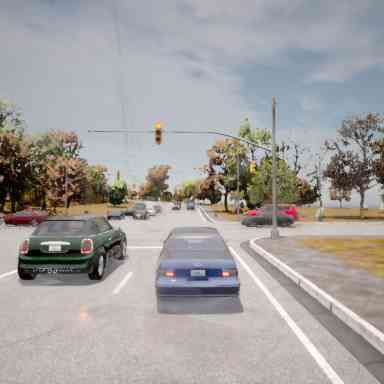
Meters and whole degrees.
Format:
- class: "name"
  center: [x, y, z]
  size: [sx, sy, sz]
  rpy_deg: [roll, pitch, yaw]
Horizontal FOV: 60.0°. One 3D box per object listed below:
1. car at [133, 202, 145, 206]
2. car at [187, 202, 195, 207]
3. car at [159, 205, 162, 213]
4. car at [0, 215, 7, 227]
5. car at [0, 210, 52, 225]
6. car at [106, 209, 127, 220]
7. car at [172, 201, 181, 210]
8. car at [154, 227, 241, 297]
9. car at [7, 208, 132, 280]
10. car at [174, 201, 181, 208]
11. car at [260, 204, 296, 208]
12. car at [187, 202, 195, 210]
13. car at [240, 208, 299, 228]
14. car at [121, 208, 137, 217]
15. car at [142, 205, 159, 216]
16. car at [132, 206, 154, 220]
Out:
- class: "car"
  center: [-10.707, 3.200, 68.205]
  size: [2.150, 2.045, 5.566]
  rpy_deg: [0, 0, 0]
- class: "car"
  center: [-0.359, 3.299, 87.934]
  size: [1.994, 1.385, 4.181]
  rpy_deg: [0, 0, -4]
- class: "car"
  center: [-7.217, 3.484, 67.950]
  size: [1.837, 1.490, 4.892]
  rpy_deg: [0, 0, 0]
- class: "car"
  center: [-15.340, 2.417, 30.723]
  size: [5.008, 1.535, 1.882]
  rpy_deg: [0, -3, 8]
- class: "car"
  center: [-17.236, 2.639, 34.534]
  size: [4.674, 1.442, 1.812]
  rpy_deg: [0, -3, 9]
- class: "car"
  center: [-10.775, 3.206, 47.571]
  size: [2.033, 1.411, 5.357]
  rpy_deg: [0, -2, -3]
- class: "car"
  center: [-3.734, 3.534, 77.806]
  size: [1.895, 1.301, 4.718]
  rpy_deg: [0, 0, 0]
- class: "car"
  center: [0.065, 1.645, 8.873]
  size: [2.033, 1.411, 5.357]
  rpy_deg: [0, -1, -1]
- class: "car"
  center: [-3.447, 1.485, 10.487]
  size: [2.097, 1.767, 4.553]
  rpy_deg: [0, -1, 0]
- class: "car"
  center: [-3.858, 3.243, 87.838]
  size: [1.837, 1.490, 4.892]
  rpy_deg: [0, 0, -4]
- class: "car"
  center: [7.726, 2.262, 33.014]
  size: [5.566, 2.045, 2.150]
  rpy_deg: [0, -3, -1]
- class: "car"
  center: [-0.234, 3.462, 77.751]
  size: [1.812, 1.442, 4.674]
  rpy_deg: [0, 0, 0]
- class: "car"
  center: [6.608, 2.394, 29.243]
  size: [4.674, 1.442, 1.812]
  rpy_deg: [0, -3, -5]
- class: "car"
  center: [-10.756, 3.501, 57.447]
  size: [1.895, 1.301, 4.718]
  rpy_deg: [0, -1, 0]
- class: "car"
  center: [-7.253, 3.429, 57.660]
  size: [1.812, 1.442, 4.674]
  rpy_deg: [0, -1, 0]
- class: "car"
  center: [-7.234, 3.155, 47.768]
  size: [2.128, 1.511, 4.902]
  rpy_deg: [0, -2, 1]
